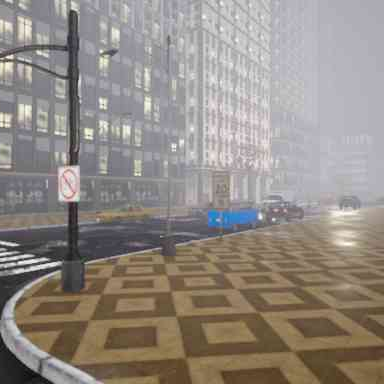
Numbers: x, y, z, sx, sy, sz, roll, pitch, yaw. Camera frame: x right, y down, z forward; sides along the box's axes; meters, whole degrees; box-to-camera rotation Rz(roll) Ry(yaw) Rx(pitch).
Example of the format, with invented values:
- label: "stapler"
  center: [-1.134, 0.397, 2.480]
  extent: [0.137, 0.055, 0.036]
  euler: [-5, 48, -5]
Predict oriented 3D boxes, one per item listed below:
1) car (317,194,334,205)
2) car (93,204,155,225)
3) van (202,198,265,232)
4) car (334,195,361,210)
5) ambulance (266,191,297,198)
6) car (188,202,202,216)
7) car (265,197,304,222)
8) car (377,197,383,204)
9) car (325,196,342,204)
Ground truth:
- label: "car"
  center: [25.147, 1.374, 62.548]
  extent: [2.192, 1.841, 5.009]
  euler: [0, 0, 38]
- label: "car"
  center: [-4.777, 1.533, 24.009]
  extent: [1.752, 1.417, 4.829]
  euler: [0, 0, 38]
- label: "van"
  center: [2.607, 1.364, 20.284]
  extent: [1.690, 1.788, 3.998]
  euler: [0, 0, 38]
- label: "car"
  center: [21.182, 1.365, 44.520]
  extent: [2.192, 1.841, 5.009]
  euler: [0, 0, 38]
- label: "ambulance"
  center: [10.216, 1.057, 39.013]
  extent: [2.351, 2.431, 6.366]
  euler: [0, 0, 38]
- label: "car"
  center: [1.343, 1.597, 31.722]
  extent: [1.802, 1.307, 4.206]
  euler: [0, 0, 38]
- label: "car"
  center: [7.580, 1.468, 26.905]
  extent: [1.967, 1.590, 4.097]
  euler: [0, 0, 38]
- label: "car"
  center: [38.183, 1.655, 66.537]
  extent: [1.947, 1.339, 4.313]
  euler: [0, 0, 38]
- label: "car"
  center: [28.547, 1.618, 66.951]
  extent: [2.008, 1.369, 4.403]
  euler: [0, 0, 38]
